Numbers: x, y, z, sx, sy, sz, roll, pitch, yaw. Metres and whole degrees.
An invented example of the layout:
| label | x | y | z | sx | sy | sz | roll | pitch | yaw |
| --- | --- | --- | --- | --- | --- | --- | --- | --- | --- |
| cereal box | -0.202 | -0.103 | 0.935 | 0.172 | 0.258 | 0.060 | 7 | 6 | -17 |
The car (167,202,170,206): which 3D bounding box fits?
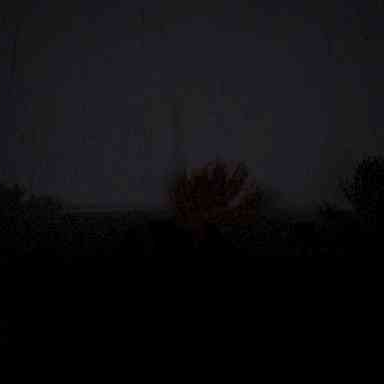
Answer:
| label | x | y | z | sx | sy | sz | roll | pitch | yaw |
| --- | --- | --- | --- | --- | --- | --- | --- | --- | --- |
| car | -2.295 | 2.079 | 61.142 | 2.033 | 1.411 | 5.357 | -1 | -1 | 36 |
